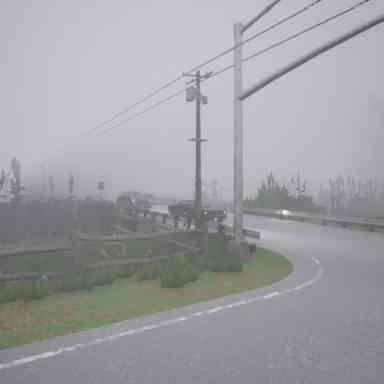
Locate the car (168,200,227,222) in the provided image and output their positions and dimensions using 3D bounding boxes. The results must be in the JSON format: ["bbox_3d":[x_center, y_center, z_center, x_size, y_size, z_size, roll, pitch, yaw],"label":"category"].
[{"bbox_3d":[0.281,1.249,22.220,1.895,1.301,4.718,0,3,-33],"label":"car"}]

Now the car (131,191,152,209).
[{"bbox_3d":[-5.514,0.685,31.532,2.097,1.767,4.553,0,1,-31],"label":"car"}]
